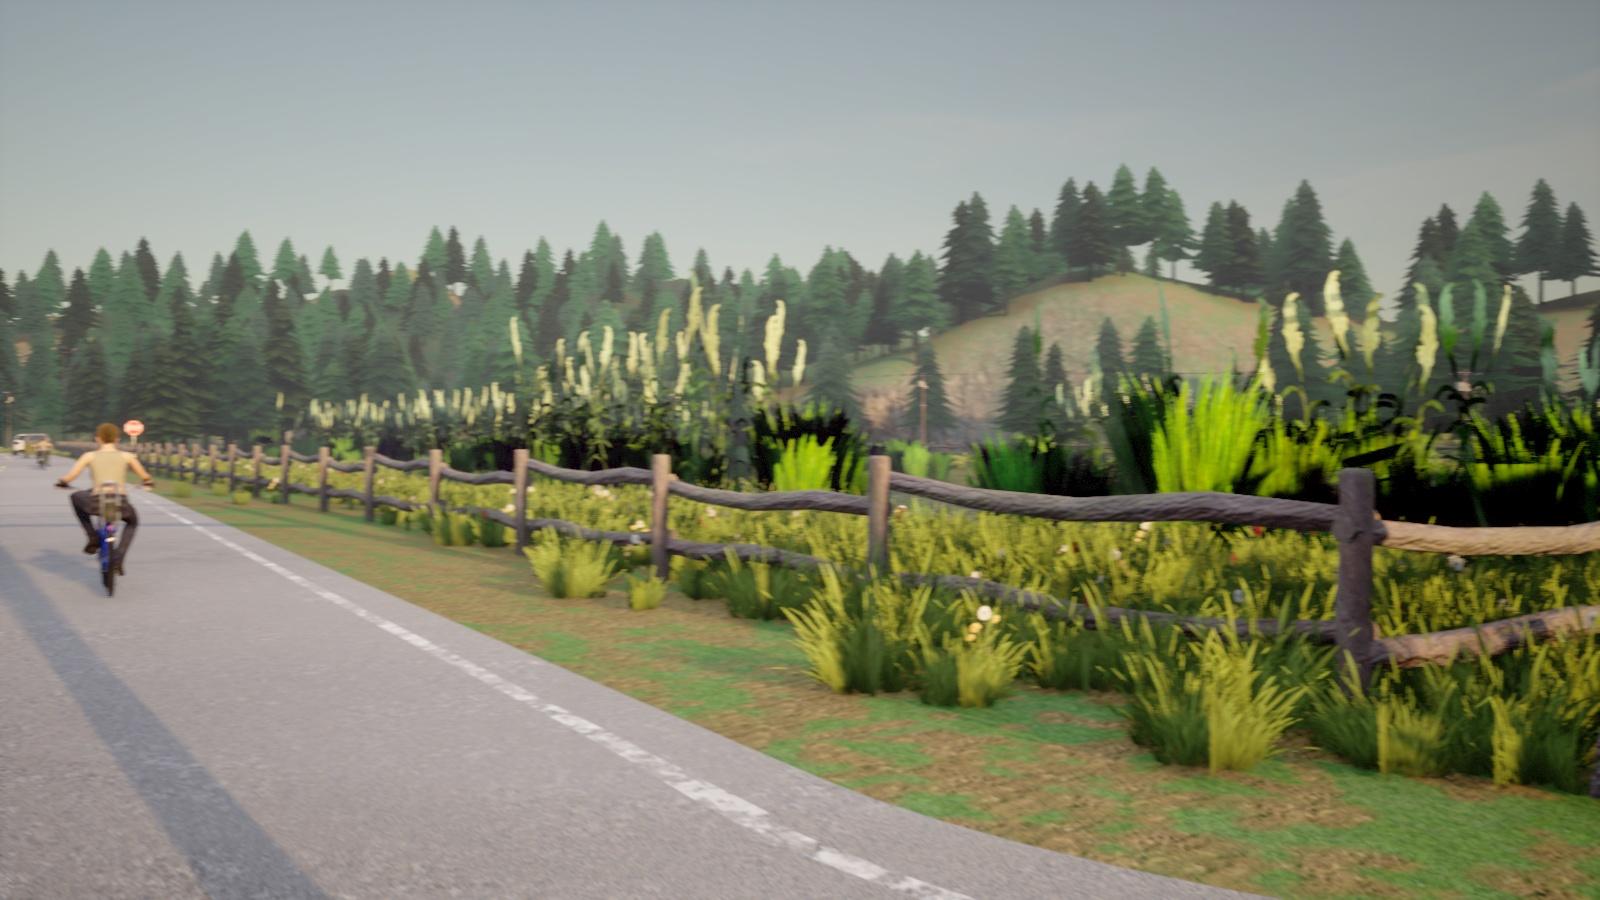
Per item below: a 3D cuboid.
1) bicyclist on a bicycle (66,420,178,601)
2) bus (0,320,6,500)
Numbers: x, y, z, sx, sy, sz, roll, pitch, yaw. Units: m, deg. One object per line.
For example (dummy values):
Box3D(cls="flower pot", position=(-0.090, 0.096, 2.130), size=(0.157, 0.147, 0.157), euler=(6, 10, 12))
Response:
Box3D(cls="bicyclist on a bicycle", position=(-6.513, 0.529, 12.036), size=(0.866, 1.612, 1.509), euler=(0, 1, -31))
Box3D(cls="bus", position=(-20.341, -0.946, 28.249), size=(3.944, 4.253, 10.273), euler=(0, 1, -31))
